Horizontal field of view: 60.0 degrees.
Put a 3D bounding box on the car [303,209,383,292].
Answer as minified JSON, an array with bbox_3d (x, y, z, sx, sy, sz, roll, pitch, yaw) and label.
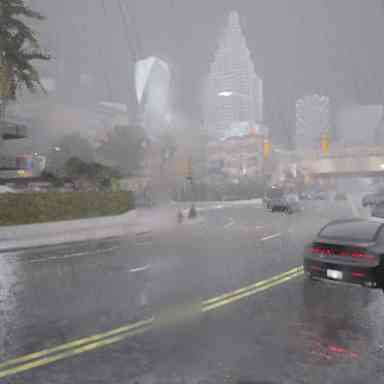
[{"bbox_3d":[4.543,1.400,8.565,1.837,1.490,4.892,0,1,42],"label":"car"}]

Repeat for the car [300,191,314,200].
[{"bbox_3d":[24.107,0.667,69.643,2.185,1.767,4.553,-1,0,25],"label":"car"}]

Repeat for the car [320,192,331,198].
[{"bbox_3d":[31.415,0.690,78.165,2.128,1.511,4.902,-1,0,25],"label":"car"}]

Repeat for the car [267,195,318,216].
[{"bbox_3d":[8.316,1.232,28.996,2.128,1.511,4.902,-1,0,-16],"label":"car"}]

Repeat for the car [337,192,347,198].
[{"bbox_3d":[35.028,0.655,77.636,2.033,1.411,5.357,-1,0,25],"label":"car"}]

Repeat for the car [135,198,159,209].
[{"bbox_3d":[-6.353,1.448,42.852,4.181,1.385,1.994,-1,0,24],"label":"car"}]

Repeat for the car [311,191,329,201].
[{"bbox_3d":[23.507,0.927,61.124,1.994,1.385,4.181,-1,0,25],"label":"car"}]

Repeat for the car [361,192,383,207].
[{"bbox_3d":[21.507,1.043,39.947,2.033,1.411,5.357,-1,0,25],"label":"car"}]

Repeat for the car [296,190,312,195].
[{"bbox_3d":[21.531,0.858,63.757,2.097,1.535,5.008,-1,0,25],"label":"car"}]

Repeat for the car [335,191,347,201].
[{"bbox_3d":[26.891,0.920,60.101,1.895,1.301,4.718,-1,0,25],"label":"car"}]

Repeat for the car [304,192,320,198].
[{"bbox_3d":[28.676,0.679,79.403,2.231,1.521,4.892,-1,0,35],"label":"car"}]

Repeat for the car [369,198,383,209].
[{"bbox_3d":[12.445,1.284,20.864,1.994,1.385,4.181,-1,0,27],"label":"car"}]
